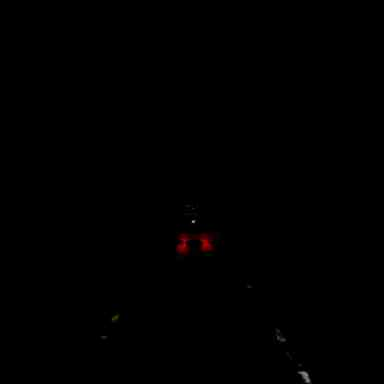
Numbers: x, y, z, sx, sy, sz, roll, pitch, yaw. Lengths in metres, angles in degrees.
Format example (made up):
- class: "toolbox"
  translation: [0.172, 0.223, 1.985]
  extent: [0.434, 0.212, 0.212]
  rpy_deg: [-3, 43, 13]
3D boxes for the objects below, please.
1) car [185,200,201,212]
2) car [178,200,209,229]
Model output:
- class: "car"
  translation: [0.074, 1.696, 41.177]
  extent: [1.895, 1.301, 4.718]
  rpy_deg: [0, 0, 0]
- class: "car"
  translation: [0.086, 1.536, 21.800]
  extent: [2.128, 1.511, 4.902]
  rpy_deg: [0, 0, 0]
